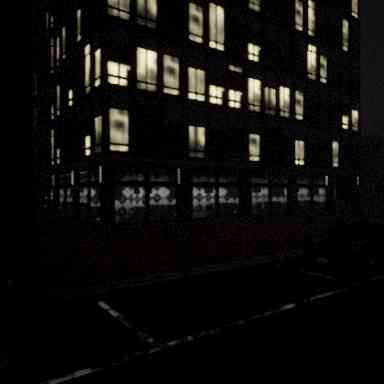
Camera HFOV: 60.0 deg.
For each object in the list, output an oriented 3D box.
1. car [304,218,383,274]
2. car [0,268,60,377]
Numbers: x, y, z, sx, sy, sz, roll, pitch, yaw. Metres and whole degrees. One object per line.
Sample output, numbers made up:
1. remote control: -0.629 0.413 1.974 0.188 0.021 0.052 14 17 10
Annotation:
1. car: 5.360 1.504 10.387 4.313 1.339 1.947 0 0 -36
2. car: -3.922 1.550 3.762 4.507 1.381 1.887 0 0 -36
